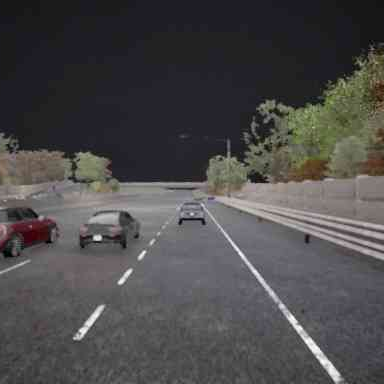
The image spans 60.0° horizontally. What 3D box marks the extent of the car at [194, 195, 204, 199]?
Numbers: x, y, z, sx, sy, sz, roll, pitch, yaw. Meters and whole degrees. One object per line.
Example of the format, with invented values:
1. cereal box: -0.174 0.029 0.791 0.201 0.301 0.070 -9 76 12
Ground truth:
1. car: 1.813 1.546 82.724 1.994 1.385 4.181 0 -1 14

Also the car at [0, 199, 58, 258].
1. car: -6.903 1.317 12.731 2.097 1.767 4.553 0 0 0

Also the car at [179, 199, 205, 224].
1. car: -0.004 1.492 24.161 2.033 1.411 5.357 0 0 0

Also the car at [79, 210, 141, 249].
1. car: -3.405 1.488 14.305 1.812 1.442 4.674 0 0 0

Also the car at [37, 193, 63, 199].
1. car: -21.058 1.143 49.332 2.150 2.045 5.566 0 0 1
